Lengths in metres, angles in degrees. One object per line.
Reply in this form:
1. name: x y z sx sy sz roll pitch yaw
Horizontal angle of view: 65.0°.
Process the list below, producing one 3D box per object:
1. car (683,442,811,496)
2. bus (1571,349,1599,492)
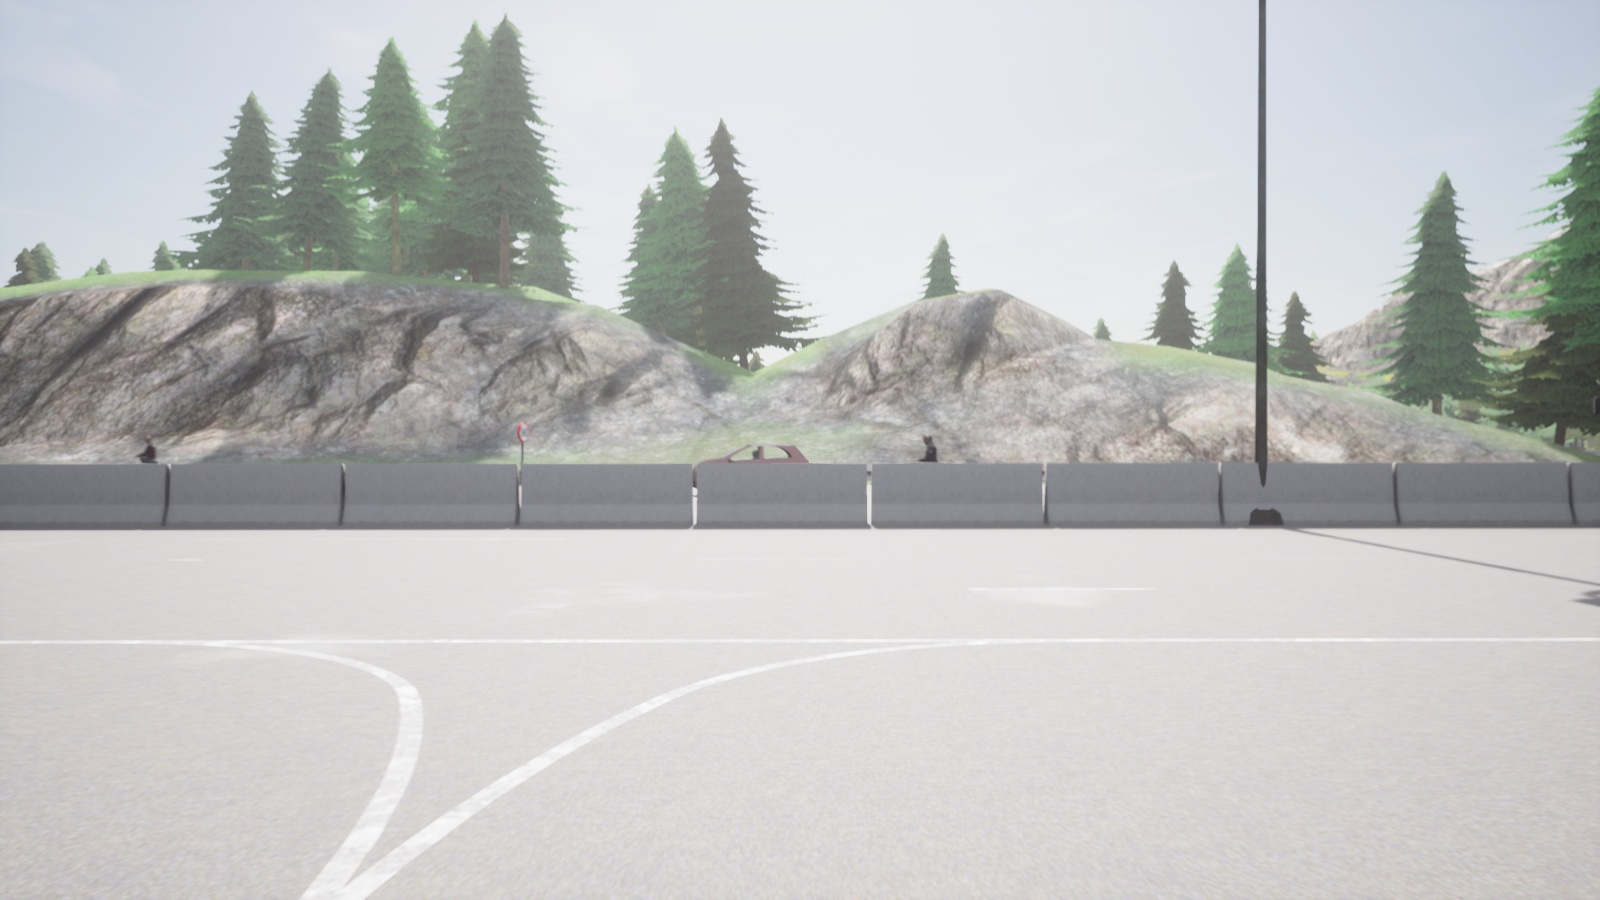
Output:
1. car: -1.575 0.531 36.629 3.633 1.501 1.845 0 1 -5
2. bus: 28.865 -0.867 36.651 10.273 4.253 3.944 0 1 0
